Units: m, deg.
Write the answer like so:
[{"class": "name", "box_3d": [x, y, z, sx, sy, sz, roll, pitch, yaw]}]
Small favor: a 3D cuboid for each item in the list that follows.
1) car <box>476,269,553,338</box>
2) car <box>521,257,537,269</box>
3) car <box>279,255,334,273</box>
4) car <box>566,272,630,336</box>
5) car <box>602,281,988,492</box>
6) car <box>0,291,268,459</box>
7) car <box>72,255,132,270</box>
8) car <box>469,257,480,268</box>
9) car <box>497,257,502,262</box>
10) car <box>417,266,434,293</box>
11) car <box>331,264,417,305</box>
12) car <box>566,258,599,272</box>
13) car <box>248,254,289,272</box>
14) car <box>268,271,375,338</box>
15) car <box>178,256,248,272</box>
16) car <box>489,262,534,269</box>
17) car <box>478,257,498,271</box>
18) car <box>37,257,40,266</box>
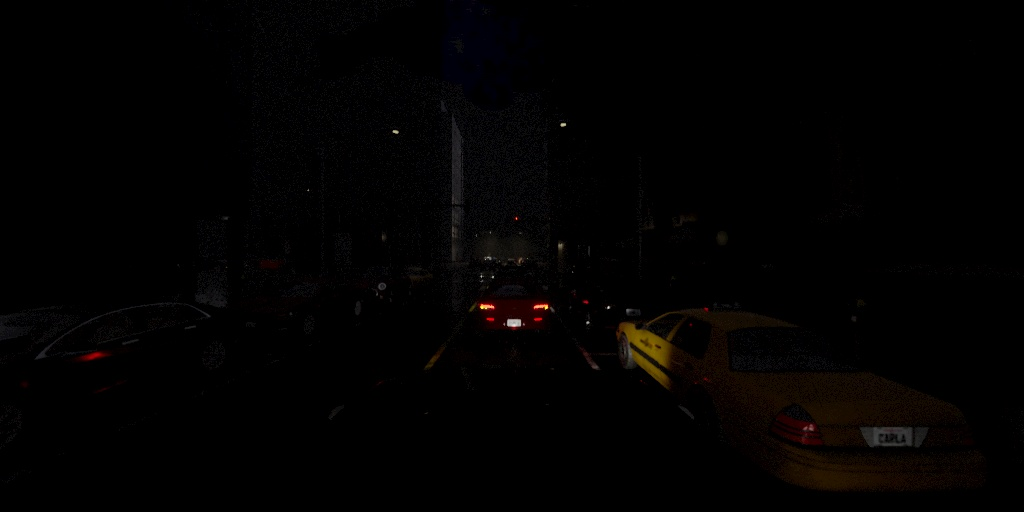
[{"class": "car", "box_3d": [0.060, 1.273, 10.028, 1.812, 1.442, 4.674, 0, 0, 0]}, {"class": "car", "box_3d": [2.702, 1.185, 53.077, 1.967, 1.591, 4.097, 0, 0, 0]}, {"class": "car", "box_3d": [-17.858, 0.926, 32.540, 4.892, 1.490, 1.837, 1, 0, 0]}, {"class": "car", "box_3d": [2.754, 1.313, 10.195, 1.948, 1.339, 4.313, 0, 0, 0]}, {"class": "car", "box_3d": [2.760, 1.274, 4.908, 1.751, 1.417, 4.829, 0, 0, 0]}, {"class": "car", "box_3d": [-5.765, 1.299, 4.726, 2.007, 1.370, 4.403, 0, 0, 0]}, {"class": "car", "box_3d": [-37.280, 0.612, 32.486, 4.181, 1.385, 1.994, 1, 0, -1]}, {"class": "car", "box_3d": [-5.830, 1.060, 58.504, 2.192, 1.841, 5.009, 0, 0, 0]}, {"class": "car", "box_3d": [-3.152, 1.310, 57.882, 1.994, 1.385, 4.181, 0, 0, 0]}, {"class": "car", "box_3d": [-5.784, 1.270, 20.926, 1.751, 1.417, 4.829, 0, 0, 0]}, {"class": "car", "box_3d": [-5.778, 1.186, 15.640, 1.967, 1.591, 4.097, 0, 0, 0]}, {"class": "car", "box_3d": [8.180, 1.155, 35.425, 5.566, 2.045, 2.150, 1, 0, -6]}, {"class": "car", "box_3d": [-23.717, 0.656, 35.723, 4.553, 1.767, 2.097, 1, 0, 0]}, {"class": "car", "box_3d": [-5.771, 1.292, 10.183, 1.888, 1.381, 4.507, 0, 0, 0]}, {"class": "car", "box_3d": [-27.357, 0.741, 32.511, 4.892, 1.490, 1.837, 1, 0, 0]}, {"class": "car", "box_3d": [-0.001, 1.250, 18.895, 1.837, 1.490, 4.892, 0, 0, 0]}, {"class": "car", "box_3d": [-3.153, 1.270, 47.915, 1.812, 1.442, 4.674, 0, 0, 0]}, {"class": "car", "box_3d": [-49.808, 0.377, 35.603, 4.181, 1.385, 1.994, 1, 0, 0]}]
